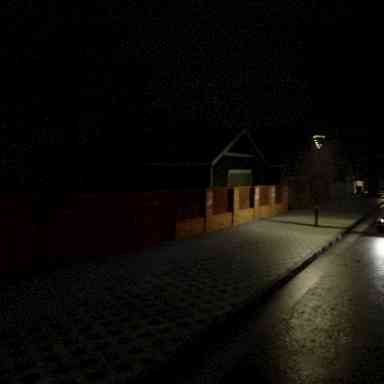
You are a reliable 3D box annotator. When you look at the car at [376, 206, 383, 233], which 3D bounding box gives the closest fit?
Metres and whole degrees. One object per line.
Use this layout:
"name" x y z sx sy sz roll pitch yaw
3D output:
"car" 9.252 0.924 14.431 2.033 1.411 5.357 3 4 34
